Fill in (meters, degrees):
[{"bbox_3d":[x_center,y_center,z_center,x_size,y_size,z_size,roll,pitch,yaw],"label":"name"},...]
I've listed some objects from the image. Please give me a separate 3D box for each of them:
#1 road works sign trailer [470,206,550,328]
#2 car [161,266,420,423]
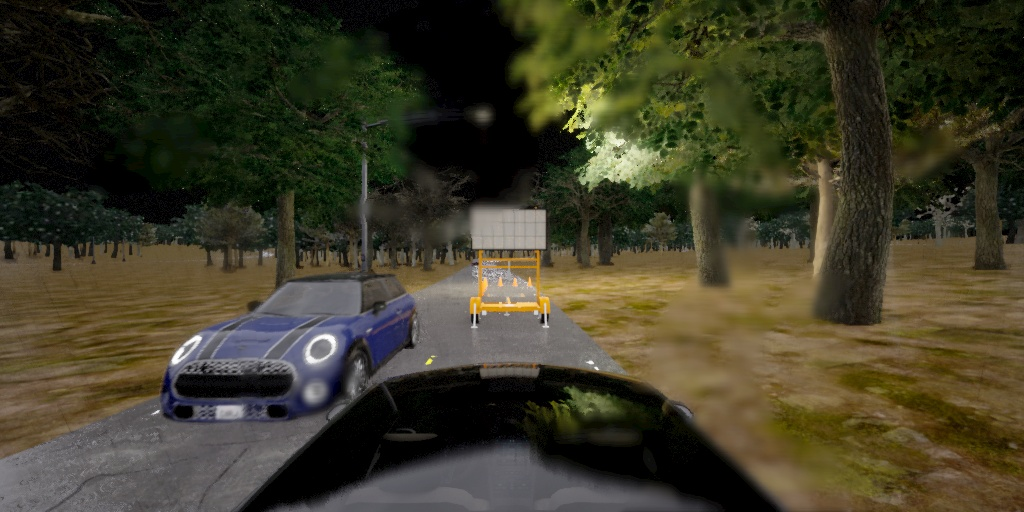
[{"bbox_3d":[-0.093,0.225,11.424,2.380,3.560,2.880,0,0,-2],"label":"road works sign trailer"},{"bbox_3d":[-3.086,1.104,6.132,2.097,1.767,4.553,0,0,-1],"label":"car"}]
